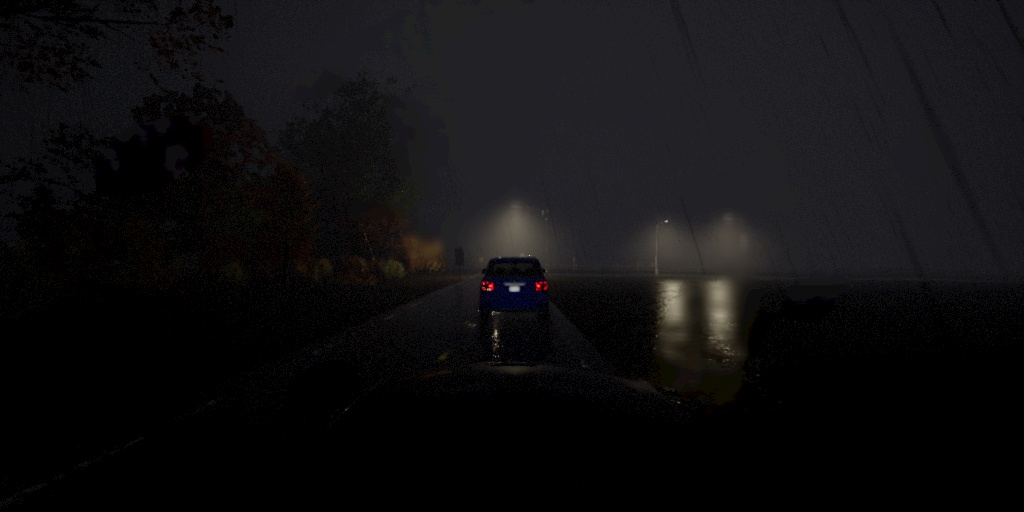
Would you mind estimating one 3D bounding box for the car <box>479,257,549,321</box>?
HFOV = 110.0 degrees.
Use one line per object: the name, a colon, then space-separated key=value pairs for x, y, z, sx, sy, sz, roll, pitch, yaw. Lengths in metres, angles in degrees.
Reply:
car: x=0.064 y=1.063 z=12.939 sx=2.150 sy=2.045 sz=5.566 roll=0 pitch=-1 yaw=0
